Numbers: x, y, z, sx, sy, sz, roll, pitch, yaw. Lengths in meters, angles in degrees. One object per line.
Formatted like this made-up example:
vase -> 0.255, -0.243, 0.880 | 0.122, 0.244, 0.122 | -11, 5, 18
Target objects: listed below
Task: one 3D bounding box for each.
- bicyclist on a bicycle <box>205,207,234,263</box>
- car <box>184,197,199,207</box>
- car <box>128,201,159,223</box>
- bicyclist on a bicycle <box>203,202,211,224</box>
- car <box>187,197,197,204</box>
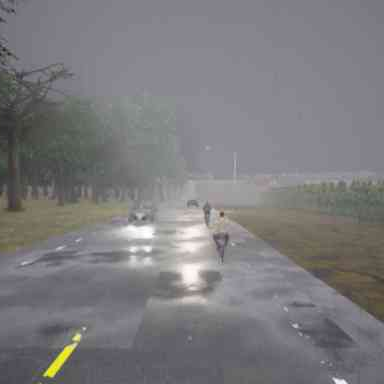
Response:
bicyclist on a bicycle -> 0.962, 1.423, 10.844 | 0.866, 1.612, 1.509 | 0, 0, 0
car -> 0.090, 1.715, 55.785 | 1.837, 1.490, 4.892 | 0, -1, 0
car -> -3.601, 1.486, 25.392 | 2.128, 1.511, 4.902 | 0, 0, 0
bicyclist on a bicycle -> 0.963, 1.442, 21.042 | 0.582, 1.620, 1.656 | 0, 0, 0
car -> -0.009, 1.958, 73.775 | 2.128, 1.511, 4.902 | 0, -1, 0
